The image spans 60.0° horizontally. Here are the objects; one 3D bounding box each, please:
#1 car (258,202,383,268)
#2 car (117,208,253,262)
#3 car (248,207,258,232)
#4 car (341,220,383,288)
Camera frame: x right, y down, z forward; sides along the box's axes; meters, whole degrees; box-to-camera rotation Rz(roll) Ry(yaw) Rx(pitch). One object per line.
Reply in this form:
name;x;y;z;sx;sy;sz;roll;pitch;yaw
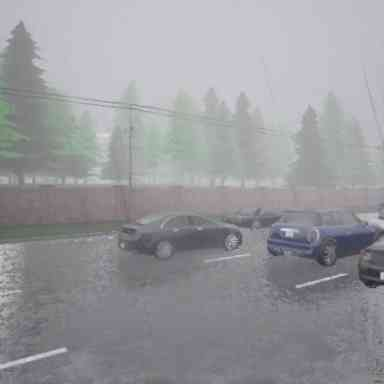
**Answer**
car;4.720;1.308;11.416;4.553;1.767;2.097;0;0;-36
car;-0.264;1.476;12.159;4.892;1.490;1.837;0;0;-36
car;4.071;1.539;19.551;4.718;1.301;1.895;0;0;-36
car;5.712;1.487;7.841;4.674;1.442;1.812;0;0;-36
